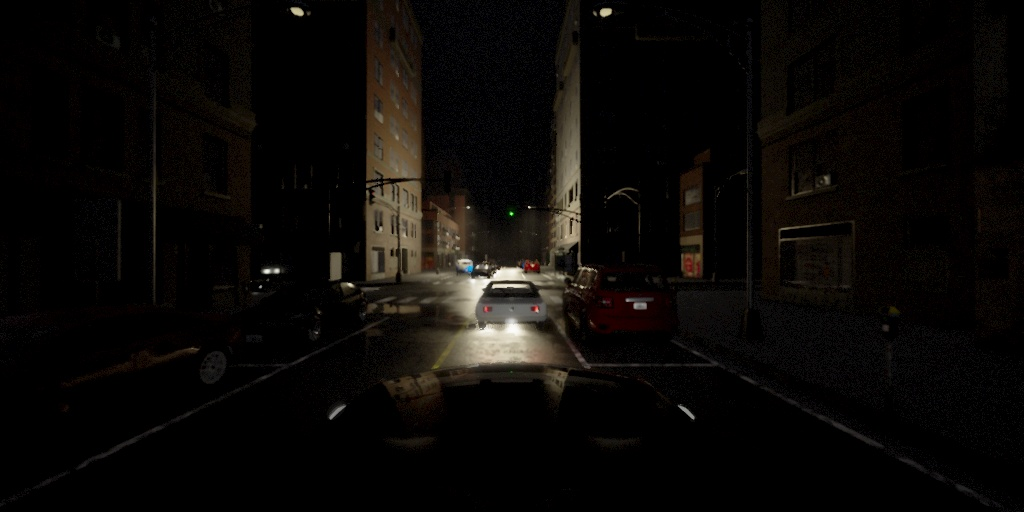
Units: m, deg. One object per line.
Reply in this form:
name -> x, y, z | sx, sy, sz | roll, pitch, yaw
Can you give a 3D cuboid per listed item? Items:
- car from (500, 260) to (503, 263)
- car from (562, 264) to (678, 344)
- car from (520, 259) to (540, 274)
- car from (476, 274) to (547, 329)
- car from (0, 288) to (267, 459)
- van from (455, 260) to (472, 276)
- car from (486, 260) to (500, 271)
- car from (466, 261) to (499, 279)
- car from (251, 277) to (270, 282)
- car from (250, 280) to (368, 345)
car -> -2.938, 1.709, 56.934 | 1.994, 1.385, 4.181 | 0, 0, -1
car -> 2.619, 1.123, 9.718 | 2.192, 1.841, 5.009 | 0, 0, 0
car -> 2.597, 1.390, 47.088 | 2.192, 1.841, 5.009 | 0, 0, 0
car -> -0.038, 1.422, 11.517 | 1.895, 1.301, 4.718 | 0, 0, -1
car -> -5.393, 1.313, 4.188 | 1.888, 1.381, 4.507 | 0, 0, 0
van -> -5.503, 1.378, 41.661 | 1.690, 1.789, 3.998 | 0, 0, 0
car -> -2.942, 1.578, 46.689 | 1.837, 1.490, 4.892 | 0, 0, 0
car -> -2.904, 1.548, 36.606 | 2.033, 1.411, 5.357 | 0, 0, 4
car -> -17.312, 1.564, 21.551 | 4.718, 1.301, 1.895 | 0, 0, 0
car -> -5.406, 1.374, 9.698 | 1.948, 1.339, 4.313 | 0, 0, 0
